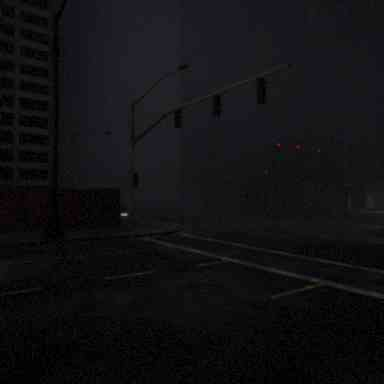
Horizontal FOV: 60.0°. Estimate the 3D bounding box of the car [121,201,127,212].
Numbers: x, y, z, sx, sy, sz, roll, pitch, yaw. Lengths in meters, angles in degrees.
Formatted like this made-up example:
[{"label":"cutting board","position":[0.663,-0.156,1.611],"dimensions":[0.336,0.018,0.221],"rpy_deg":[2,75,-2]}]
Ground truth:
[{"label":"car","position":[-9.555,1.482,39.676],"dimensions":[2.097,1.767,4.553],"rpy_deg":[1,0,-36]}]
